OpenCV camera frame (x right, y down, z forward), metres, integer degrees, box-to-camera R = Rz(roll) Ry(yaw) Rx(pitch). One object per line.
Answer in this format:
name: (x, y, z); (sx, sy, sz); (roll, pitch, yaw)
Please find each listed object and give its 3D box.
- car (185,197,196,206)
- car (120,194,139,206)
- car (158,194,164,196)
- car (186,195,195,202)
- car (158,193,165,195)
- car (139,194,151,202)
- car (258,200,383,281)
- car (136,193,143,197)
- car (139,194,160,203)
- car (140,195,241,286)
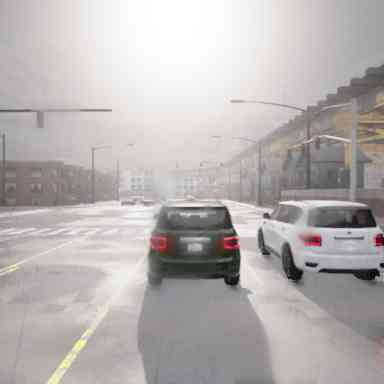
car: (-0.215, 1.591, 56.335); (1.837, 1.490, 4.892); (0, 0, 1)
car: (-10.820, 1.583, 56.823); (1.812, 1.442, 4.674); (0, 0, 0)
car: (-7.306, 1.609, 67.336); (1.812, 1.442, 4.674); (0, 0, 0)
car: (-0.363, 1.653, 84.015); (2.128, 1.511, 4.902); (0, 0, 0)
car: (-7.336, 1.324, 77.952); (2.150, 2.045, 5.566); (0, 0, 0)
car: (-10.830, 1.442, 76.575); (2.097, 1.767, 4.553); (0, 0, 0)
car: (3.525, 1.251, 10.115); (2.150, 2.045, 5.566); (0, 0, 0)
car: (-10.806, 1.294, 66.490); (2.150, 2.045, 5.566); (0, 0, 0)
car: (-7.329, 1.617, 58.058); (2.033, 1.411, 5.357); (0, 0, 0)
car: (0.026, 1.240, 9.612); (2.150, 2.045, 5.566); (0, 0, -1)
